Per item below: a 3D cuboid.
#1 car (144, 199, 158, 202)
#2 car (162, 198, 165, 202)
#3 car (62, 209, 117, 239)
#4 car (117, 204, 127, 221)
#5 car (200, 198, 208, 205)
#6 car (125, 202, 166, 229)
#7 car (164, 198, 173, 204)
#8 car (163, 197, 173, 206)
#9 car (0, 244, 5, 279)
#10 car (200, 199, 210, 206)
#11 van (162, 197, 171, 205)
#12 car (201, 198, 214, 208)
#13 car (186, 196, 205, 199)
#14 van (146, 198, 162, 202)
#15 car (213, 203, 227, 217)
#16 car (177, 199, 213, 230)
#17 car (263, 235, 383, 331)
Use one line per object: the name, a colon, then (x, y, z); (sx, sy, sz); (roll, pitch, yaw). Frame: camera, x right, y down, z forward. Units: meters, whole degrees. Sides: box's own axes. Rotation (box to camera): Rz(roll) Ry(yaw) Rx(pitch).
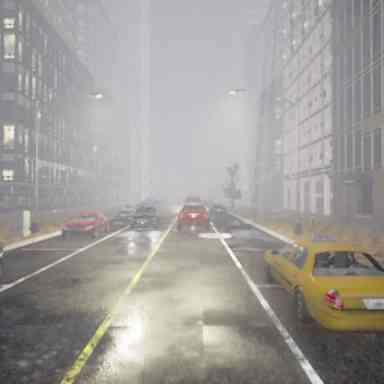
car: (-5.684, 1.881, 41.073); (1.887, 1.381, 4.507); (0, 0, 0)
car: (-5.683, 2.007, 52.458); (1.802, 1.307, 4.206); (0, 0, 0)
car: (-5.685, 1.735, 18.303); (1.802, 1.307, 4.206); (0, 0, 0)
car: (-5.685, 1.796, 29.689); (2.008, 1.369, 4.403); (0, 0, 0)
car: (2.699, 2.126, 75.381); (1.752, 1.417, 4.829); (0, 0, 0)
car: (-3.093, 1.698, 23.135); (1.837, 1.490, 4.892); (0, -1, 0)
car: (-5.681, 2.208, 80.918); (1.947, 1.339, 4.313); (0, 0, 0)
car: (-5.682, 1.996, 69.534); (1.967, 1.590, 4.097); (0, 0, 0)
car: (-5.687, 1.625, 6.921); (1.947, 1.339, 4.313); (0, 0, 0)
car: (2.698, 2.139, 69.518); (1.802, 1.307, 4.206); (0, 0, 0)
van: (-5.681, 1.940, 75.228); (1.690, 1.788, 3.998); (0, 0, 0)
car: (2.699, 1.910, 58.135); (1.967, 1.590, 4.097); (0, 0, 0)
car: (0.106, 1.553, 40.846); (2.150, 2.045, 5.566); (0, -1, 0)
van: (-5.683, 1.722, 46.767); (1.690, 1.788, 3.998); (0, 0, 0)
car: (2.696, 1.857, 35.368); (1.947, 1.339, 4.313); (0, 0, 0)
car: (0.101, 1.540, 22.645); (2.097, 1.767, 4.553); (0, -1, 0)
car: (2.694, 1.586, 7.078); (1.752, 1.417, 4.829); (0, 0, 0)
